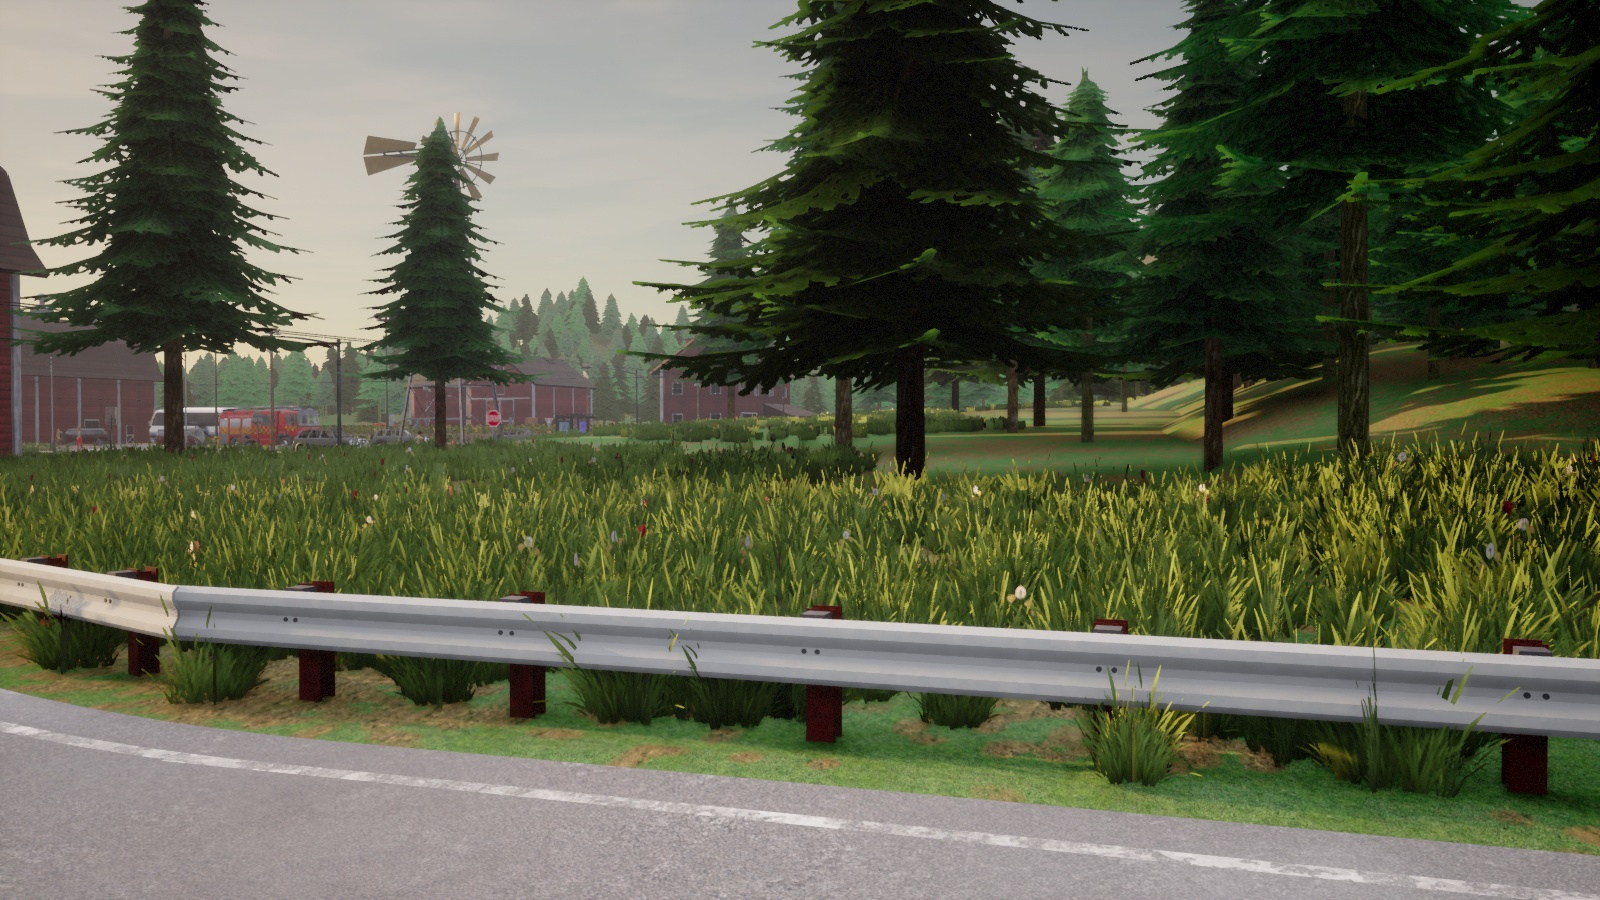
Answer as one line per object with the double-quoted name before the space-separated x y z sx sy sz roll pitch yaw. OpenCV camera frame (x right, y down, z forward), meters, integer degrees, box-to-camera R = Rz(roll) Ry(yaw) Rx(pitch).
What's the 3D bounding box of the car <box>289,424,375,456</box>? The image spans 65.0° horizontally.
"car" -27.649 -0.622 74.244 4.605 1.855 1.932 1 1 19
